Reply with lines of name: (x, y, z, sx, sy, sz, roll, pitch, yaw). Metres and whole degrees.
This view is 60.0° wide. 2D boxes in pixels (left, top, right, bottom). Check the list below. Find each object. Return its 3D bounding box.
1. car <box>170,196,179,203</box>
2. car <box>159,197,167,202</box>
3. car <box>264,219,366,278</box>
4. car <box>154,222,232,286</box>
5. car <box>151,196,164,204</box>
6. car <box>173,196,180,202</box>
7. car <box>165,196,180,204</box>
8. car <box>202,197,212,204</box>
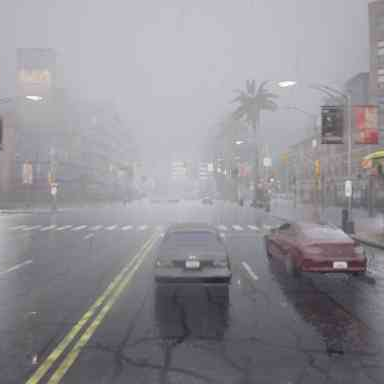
car: (-4.173, 1.800, 80.588, 1.812, 1.442, 4.674, 0, 0, 0)
car: (-7.758, 1.904, 90.275, 1.895, 1.301, 4.718, 0, 0, 0)
car: (3.499, 1.560, 10.170, 1.812, 1.442, 4.674, 0, 0, 0)
car: (0.004, 1.581, 9.543, 2.033, 1.411, 5.357, 0, 0, 0)
car: (-7.591, 1.767, 70.855, 1.812, 1.442, 4.674, 0, 0, 0)
car: (-4.260, 1.810, 90.638, 1.837, 1.490, 4.892, 0, 0, 0)
car: (-4.095, 1.722, 71.393, 1.882, 1.535, 5.008, 0, 0, 0)
car: (3.029, 1.757, 67.665, 1.812, 1.442, 4.674, 0, 0, 0)
